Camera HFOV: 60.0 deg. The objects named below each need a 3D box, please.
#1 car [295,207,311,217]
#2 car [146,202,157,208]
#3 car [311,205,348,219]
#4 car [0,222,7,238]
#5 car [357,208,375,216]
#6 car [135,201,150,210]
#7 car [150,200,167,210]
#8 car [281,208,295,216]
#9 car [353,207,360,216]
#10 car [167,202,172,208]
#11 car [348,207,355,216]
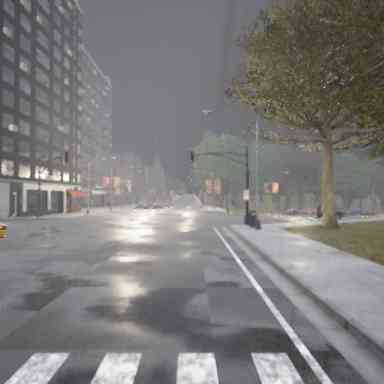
[{"bbox_3d":[20.054,3.325,56.405,4.553,1.767,2.097,3,-3,-44],"label":"car"},{"bbox_3d":[-9.749,3.094,80.277,2.033,1.411,5.357,0,-1,0],"label":"car"},{"bbox_3d":[19.315,2.804,46.414,2.150,2.045,5.566,-1,-3,45],"label":"car"},{"bbox_3d":[-11.728,1.601,16.101,5.008,1.535,1.882,6,-1,-43],"label":"car"},{"bbox_3d":[40.741,4.958,77.096,1.895,1.301,4.718,-1,-4,45],"label":"car"},{"bbox_3d":[-9.757,2.524,65.109,2.097,1.767,4.553,0,-1,0],"label":"car"},{"bbox_3d":[-6.506,2.772,65.156,1.895,1.301,4.718,0,-1,0],"label":"car"},{"bbox_3d":[17.574,3.521,58.508,4.674,1.442,1.812,3,-3,-44],"label":"car"},{"bbox_3d":[38.803,4.626,79.760,2.150,2.045,5.566,-1,-4,45],"label":"car"},{"bbox_3d":[-6.499,3.056,80.353,1.837,1.490,4.892,0,-1,0],"label":"car"},{"bbox_3d":[30.312,4.187,66.639,1.994,1.385,4.181,-1,-3,45],"label":"car"}]
